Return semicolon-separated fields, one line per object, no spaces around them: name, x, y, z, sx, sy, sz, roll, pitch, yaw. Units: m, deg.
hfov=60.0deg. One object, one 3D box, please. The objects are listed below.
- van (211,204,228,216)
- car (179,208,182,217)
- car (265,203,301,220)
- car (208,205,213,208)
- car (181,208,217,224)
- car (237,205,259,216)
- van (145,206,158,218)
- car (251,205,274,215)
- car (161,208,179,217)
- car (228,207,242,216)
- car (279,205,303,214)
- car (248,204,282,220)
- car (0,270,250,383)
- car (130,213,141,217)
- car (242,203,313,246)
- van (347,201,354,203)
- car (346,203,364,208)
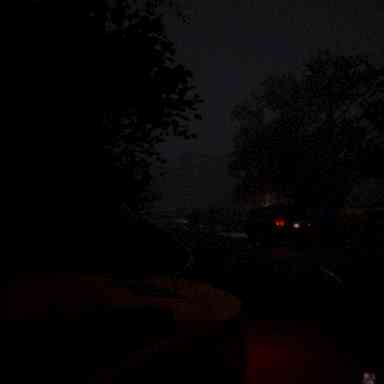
van;4.175;3.102;57.780;1.878;1.987;4.442;-1;-1;-11
car;-1.301;3.452;56.596;2.163;1.488;4.792;-1;-1;-11
car;12.452;2.613;46.006;2.435;2.045;5.566;-1;-1;-11
car;1.449;3.403;57.142;2.163;1.488;4.792;-1;-1;-11
car;0.760;2.963;39.225;2.128;1.511;4.902;0;-2;-18
car;9.737;3.219;58.572;1.946;1.575;5.366;-1;-1;-11
van;-6.821;3.296;55.594;1.878;1.987;4.442;-1;-1;-11
car;12.446;3.180;59.304;2.097;1.535;5.008;-1;-1;-11
car;-4.046;3.470;56.026;2.097;1.535;5.008;-1;-1;-11
car;6.958;3.305;58.178;2.163;1.488;4.792;-1;-1;-11
car;17.941;3.122;60.420;2.163;1.488;4.792;-1;-1;-11
car;9.842;2.659;45.487;2.435;2.045;5.566;-1;-1;-11
car;-1.566;1.492;2.508;1.882;1.535;5.008;1;1;45
car;-9.539;3.441;54.901;2.185;1.767;4.553;-1;-1;-11
car;4.799;1.857;18.935;2.150;2.045;5.566;2;-3;-7
van;28.961;2.702;62.468;1.878;1.987;4.442;-1;-1;-11
car;23.393;2.717;48.114;2.163;1.488;4.792;-1;-1;-11
